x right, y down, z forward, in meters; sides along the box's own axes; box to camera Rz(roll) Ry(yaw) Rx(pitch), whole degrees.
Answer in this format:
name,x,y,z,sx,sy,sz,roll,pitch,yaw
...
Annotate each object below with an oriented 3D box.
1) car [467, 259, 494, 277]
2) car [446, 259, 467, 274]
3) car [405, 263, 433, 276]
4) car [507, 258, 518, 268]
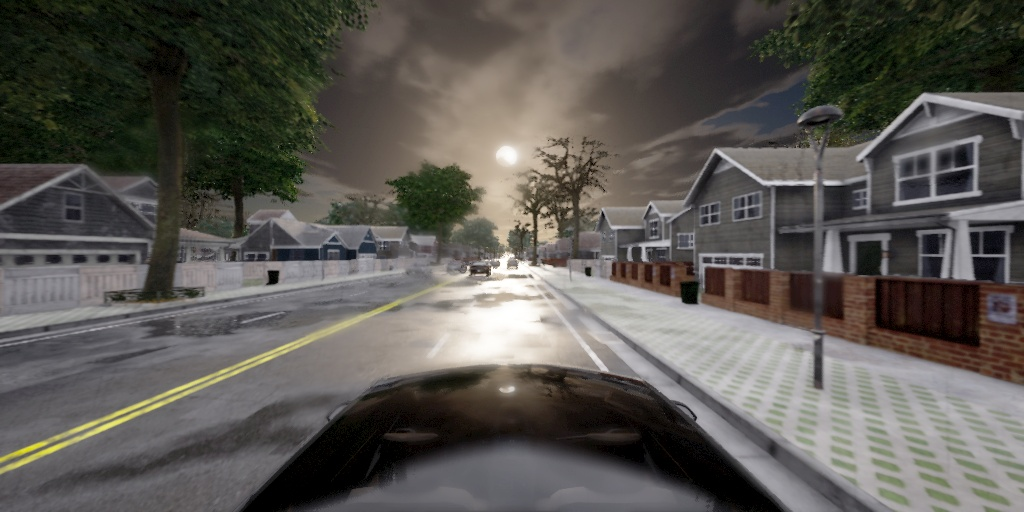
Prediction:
name,x,y,z,sx,sy,sz,roll,pitch,yaw
car,-3.172,1.257,36.853,1.882,1.535,5.008,0,0,0
car,-6.606,1.282,42.976,2.128,1.511,4.902,0,0,0
car,-9.863,1.387,38.231,1.895,1.301,4.718,0,0,0
car,0.060,1.309,62.720,2.128,1.511,4.902,0,0,0
